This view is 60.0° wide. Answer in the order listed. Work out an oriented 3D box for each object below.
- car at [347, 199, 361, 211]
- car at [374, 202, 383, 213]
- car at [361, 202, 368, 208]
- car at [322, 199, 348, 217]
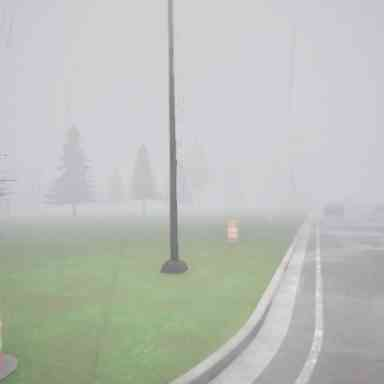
[{"bbox_3d":[27.269,2.407,57.238,1.882,1.535,5.008,-2,-1,21],"label":"car"},{"bbox_3d":[27.499,2.224,47.948,1.812,1.442,4.674,-2,-1,21],"label":"car"},{"bbox_3d":[36.395,2.712,71.474,1.895,1.301,4.718,-2,-1,21],"label":"car"},{"bbox_3d":[17.457,2.055,40.893,2.097,1.767,4.553,-2,-1,20],"label":"car"}]
